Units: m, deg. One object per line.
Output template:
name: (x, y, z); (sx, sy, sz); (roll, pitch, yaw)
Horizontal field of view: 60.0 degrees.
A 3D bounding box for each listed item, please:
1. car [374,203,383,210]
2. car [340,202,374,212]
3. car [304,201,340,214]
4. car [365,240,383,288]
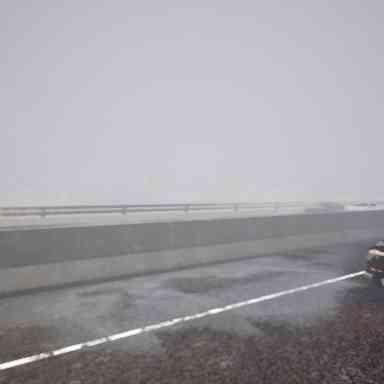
car: (18.950, 1.663, 29.996); (4.902, 1.511, 2.128); (1, 0, -34)
car: (17.111, 1.697, 32.978); (4.674, 1.442, 1.812); (1, 0, -34)
car: (14.198, 1.711, 35.235); (5.357, 1.411, 2.033); (0, 0, -34)
car: (6.150, 1.537, 8.087); (4.902, 1.511, 2.128); (0, 0, -35)
